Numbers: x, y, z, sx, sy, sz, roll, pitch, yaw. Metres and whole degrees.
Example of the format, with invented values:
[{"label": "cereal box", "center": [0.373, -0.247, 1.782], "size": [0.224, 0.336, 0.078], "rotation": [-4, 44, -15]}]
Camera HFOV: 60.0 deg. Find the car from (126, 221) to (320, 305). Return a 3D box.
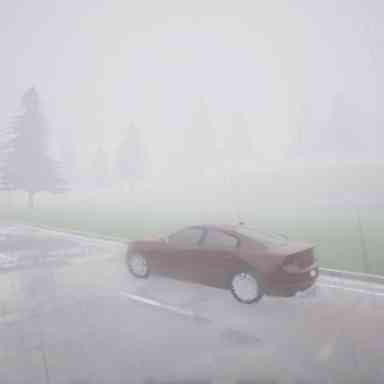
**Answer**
[{"label": "car", "center": [0.482, 1.464, 8.201], "size": [5.008, 1.535, 1.882], "rotation": [0, 0, 37]}]
